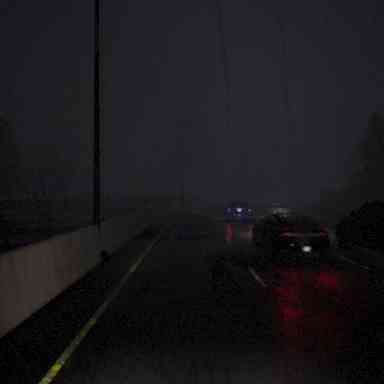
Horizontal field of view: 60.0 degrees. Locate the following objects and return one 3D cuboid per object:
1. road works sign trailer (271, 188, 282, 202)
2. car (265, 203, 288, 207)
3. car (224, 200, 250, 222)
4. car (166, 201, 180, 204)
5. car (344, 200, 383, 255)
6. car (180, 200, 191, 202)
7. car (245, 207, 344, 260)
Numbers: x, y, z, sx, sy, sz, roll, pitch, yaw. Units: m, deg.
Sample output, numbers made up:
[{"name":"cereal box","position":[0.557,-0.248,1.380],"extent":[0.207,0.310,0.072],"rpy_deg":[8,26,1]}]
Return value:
[{"name":"road works sign trailer","position":[21.700,0.804,84.153],"extent":[2.380,3.560,2.880],"rpy_deg":[0,0,42]},{"name":"car","position":[7.290,1.640,28.321],"extent":[1.812,1.442,4.674],"rpy_deg":[0,0,4]},{"name":"car","position":[3.746,1.463,27.548],"extent":[2.097,1.767,4.553],"rpy_deg":[0,0,3]},{"name":"car","position":[-3.269,1.850,61.737],"extent":[1.895,1.301,4.718],"rpy_deg":[0,0,21]},{"name":"car","position":[7.031,1.270,11.484],"extent":[2.150,2.045,5.566],"rpy_deg":[0,0,0]},{"name":"car","position":[0.178,1.738,60.851],"extent":[2.128,1.511,4.902],"rpy_deg":[0,0,21]},{"name":"car","position":[3.541,1.543,12.629],"extent":[2.128,1.511,4.902],"rpy_deg":[0,0,0]}]
